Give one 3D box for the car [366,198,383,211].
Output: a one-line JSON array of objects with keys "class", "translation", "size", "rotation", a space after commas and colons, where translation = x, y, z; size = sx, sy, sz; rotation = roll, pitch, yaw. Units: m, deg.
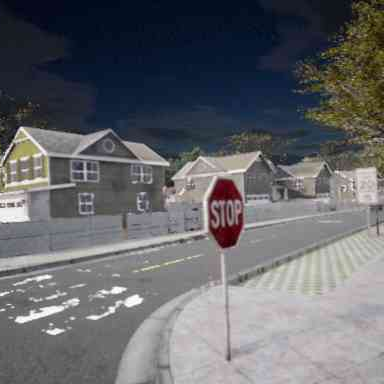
[{"class": "car", "translation": [22.903, 1.519, 40.863], "size": [1.882, 1.535, 5.008], "rotation": [-4, -3, 43]}]
